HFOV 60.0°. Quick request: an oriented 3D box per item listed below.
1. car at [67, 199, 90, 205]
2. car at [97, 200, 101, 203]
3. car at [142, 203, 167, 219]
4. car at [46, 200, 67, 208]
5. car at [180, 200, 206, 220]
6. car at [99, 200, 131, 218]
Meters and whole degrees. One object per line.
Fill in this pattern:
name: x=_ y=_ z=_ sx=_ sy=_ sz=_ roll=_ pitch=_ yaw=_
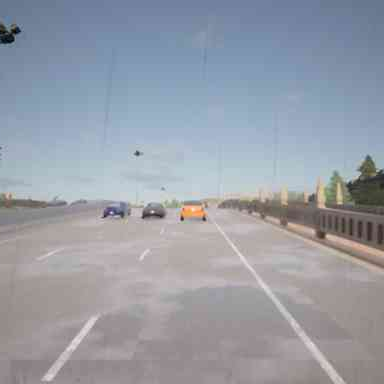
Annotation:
car: x=-17.511 y=1.914 z=52.524 sx=1.837 sy=1.490 sz=4.892 roll=0 pitch=-3 yaw=0
car: x=-14.011 y=1.924 z=52.482 sx=1.812 sy=1.442 sz=4.674 roll=0 pitch=-3 yaw=0
car: x=-3.404 y=1.677 z=30.614 sx=1.994 sy=1.385 sz=4.181 roll=0 pitch=0 yaw=0
car: x=-21.013 y=1.937 z=52.363 sx=2.033 sy=1.411 sz=5.357 roll=0 pitch=-2 yaw=0
car: x=0.095 y=1.459 z=28.948 sx=2.097 sy=1.767 sz=4.553 roll=0 pitch=0 yaw=0
car: x=-6.905 y=1.639 z=30.879 sx=1.812 sy=1.442 sz=4.674 roll=0 pitch=0 yaw=0
